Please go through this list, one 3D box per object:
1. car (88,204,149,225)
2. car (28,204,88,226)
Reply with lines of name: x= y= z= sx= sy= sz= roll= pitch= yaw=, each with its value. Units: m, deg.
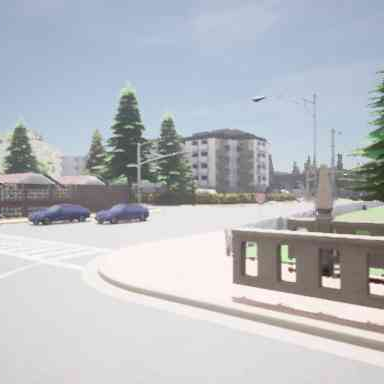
car: x=-5.321 y=1.638 z=25.754 sx=1.812 sy=1.442 sz=4.674 roll=0 pitch=0 yaw=38
car: x=-10.016 y=1.667 z=25.397 sx=1.812 sy=1.442 sz=4.674 roll=0 pitch=0 yaw=38
